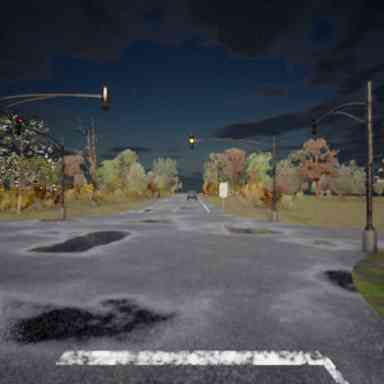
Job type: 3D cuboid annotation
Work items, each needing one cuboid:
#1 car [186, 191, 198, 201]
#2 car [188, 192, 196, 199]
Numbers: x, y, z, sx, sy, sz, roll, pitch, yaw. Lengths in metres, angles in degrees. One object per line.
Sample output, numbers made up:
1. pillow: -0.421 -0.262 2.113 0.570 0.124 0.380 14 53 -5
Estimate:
1. car: -0.002 0.720 68.546 2.150 2.045 5.566 0 0 0
2. car: -0.002 0.806 78.938 2.033 1.411 5.357 0 0 0
